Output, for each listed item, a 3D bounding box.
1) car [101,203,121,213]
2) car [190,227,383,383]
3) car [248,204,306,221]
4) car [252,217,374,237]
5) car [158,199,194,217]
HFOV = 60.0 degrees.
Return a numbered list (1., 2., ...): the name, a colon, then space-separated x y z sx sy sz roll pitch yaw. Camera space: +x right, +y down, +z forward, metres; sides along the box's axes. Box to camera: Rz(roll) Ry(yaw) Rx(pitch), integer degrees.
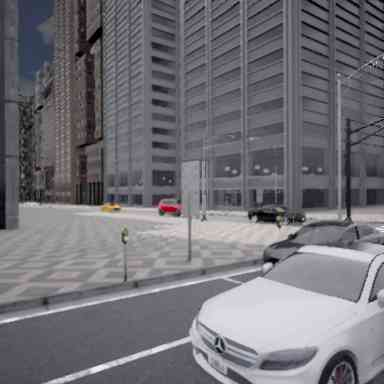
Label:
1. car: -13.214 2.529 54.239 1.882 1.535 5.008 0 -1 -36
2. car: 2.161 1.511 4.814 4.674 1.442 1.812 0 0 -35
3. car: 6.639 1.745 26.265 1.882 1.535 5.008 0 -1 -36
4. car: 3.954 1.536 9.514 4.313 1.339 1.947 0 0 -36
5. car: -1.821 1.815 38.117 2.150 2.045 5.566 0 0 -35
